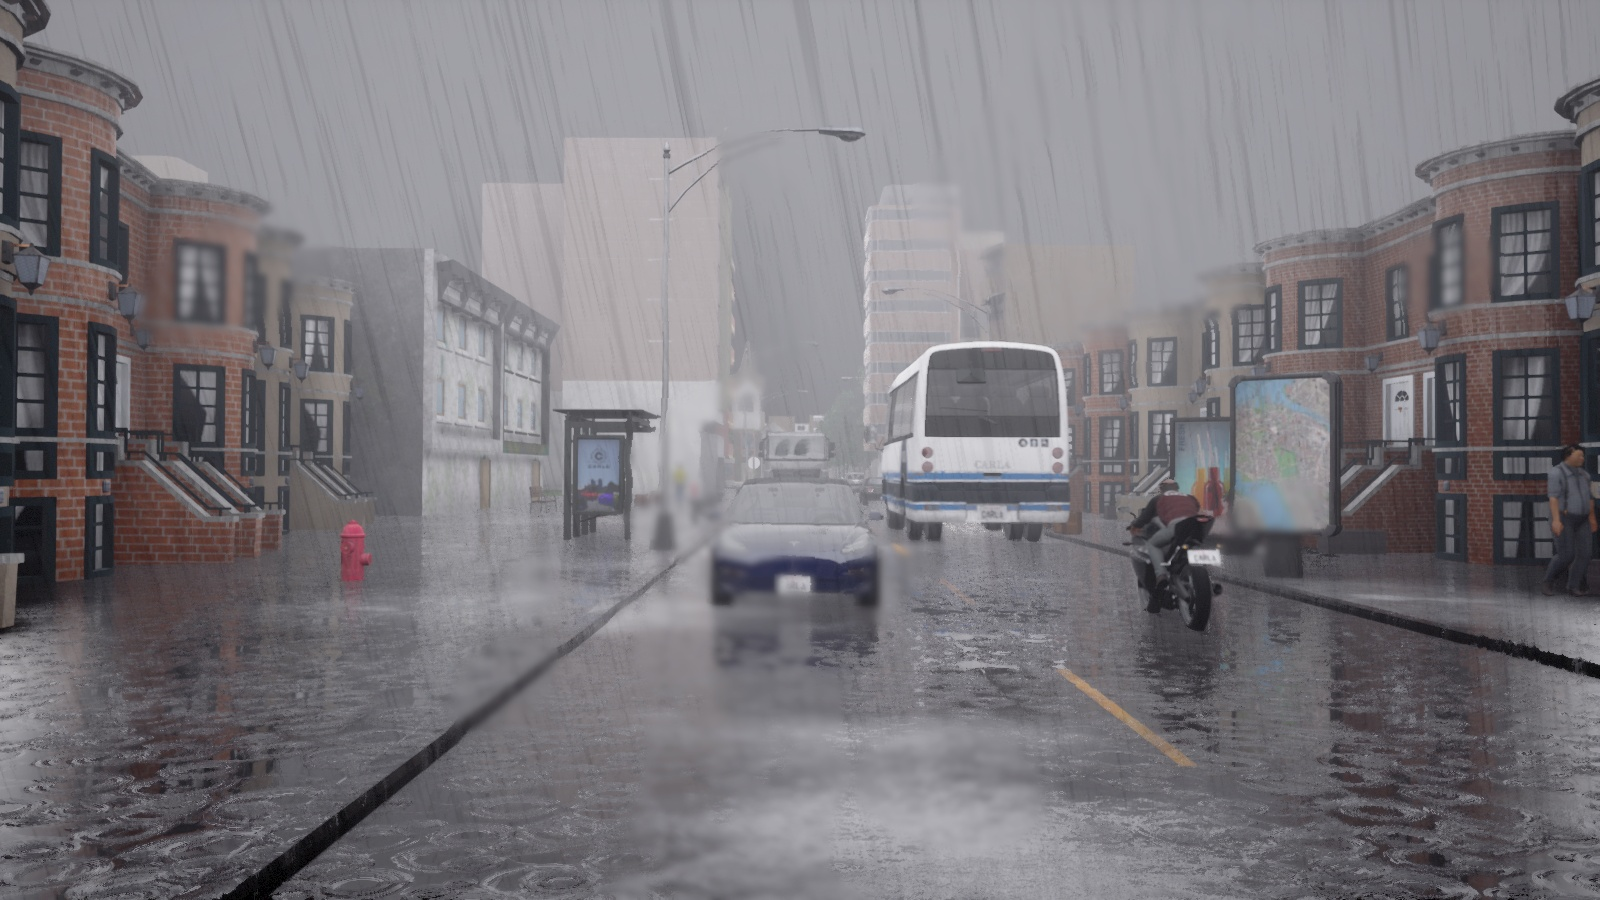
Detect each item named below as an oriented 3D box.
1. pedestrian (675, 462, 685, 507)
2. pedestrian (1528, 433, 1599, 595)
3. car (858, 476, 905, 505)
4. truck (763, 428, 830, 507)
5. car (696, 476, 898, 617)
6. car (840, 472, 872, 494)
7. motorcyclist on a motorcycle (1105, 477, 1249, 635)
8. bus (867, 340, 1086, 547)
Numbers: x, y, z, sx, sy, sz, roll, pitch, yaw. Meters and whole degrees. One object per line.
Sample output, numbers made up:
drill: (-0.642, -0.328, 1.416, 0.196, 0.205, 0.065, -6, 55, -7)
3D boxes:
pedestrian: (-4.893, 1.408, 51.207, 0.354, 1.836, 0.706, 0, -1, -8)
pedestrian: (9.029, 0.736, 14.696, 0.540, 1.848, 0.694, 0, -1, -9)
car: (3.835, 1.905, 59.579, 1.895, 1.301, 4.718, 0, -1, 0)
truck: (-0.166, 0.828, 58.924, 2.891, 3.462, 7.936, 0, -1, 0)
car: (-0.042, 1.083, 15.887, 2.163, 1.488, 4.792, 0, -1, 0)
car: (3.728, 2.192, 84.520, 1.970, 1.475, 3.806, 0, -1, 0)
motorcyclist on a motorcycle: (3.966, 1.060, 13.412, 0.866, 1.530, 2.191, 0, -1, 0)
bus: (3.915, -0.053, 31.080, 3.944, 4.253, 10.273, 0, -1, 0)
